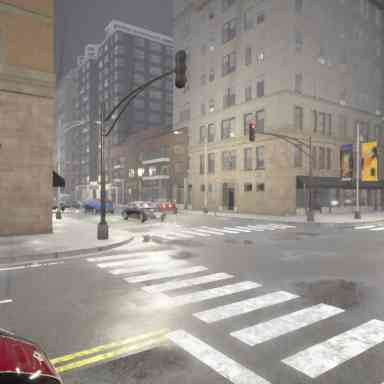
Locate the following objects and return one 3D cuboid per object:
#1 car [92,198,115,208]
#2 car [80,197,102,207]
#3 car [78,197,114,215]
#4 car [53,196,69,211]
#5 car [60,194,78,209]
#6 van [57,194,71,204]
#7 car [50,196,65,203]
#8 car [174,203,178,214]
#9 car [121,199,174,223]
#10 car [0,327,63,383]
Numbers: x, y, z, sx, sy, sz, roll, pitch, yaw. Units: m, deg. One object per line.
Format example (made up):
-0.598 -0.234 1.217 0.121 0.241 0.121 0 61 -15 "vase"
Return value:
-12.651 1.560 47.556 1.802 1.307 4.206 0 0 -35 "car"
-15.889 1.504 52.153 1.752 1.417 4.829 0 0 -35 "car"
-9.467 1.441 33.507 1.882 1.535 5.008 0 0 -35 "car"
-16.072 1.517 38.479 1.947 1.339 4.313 0 0 -35 "car"
-16.093 1.313 42.945 2.097 1.767 4.553 0 0 -35 "car"
-25.213 1.328 65.390 1.690 1.788 3.998 0 0 -35 "van"
-28.354 1.556 69.848 1.947 1.339 4.313 0 0 -35 "car"
-3.228 1.425 34.181 1.967 1.590 4.097 0 0 -35 "car"
-3.772 1.464 25.426 2.128 1.511 4.902 0 0 -35 "car"
-2.864 1.352 1.426 4.553 1.767 2.097 0 0 -36 "car"
